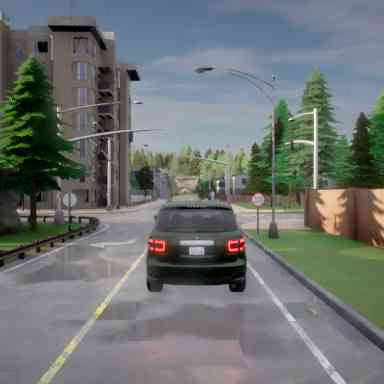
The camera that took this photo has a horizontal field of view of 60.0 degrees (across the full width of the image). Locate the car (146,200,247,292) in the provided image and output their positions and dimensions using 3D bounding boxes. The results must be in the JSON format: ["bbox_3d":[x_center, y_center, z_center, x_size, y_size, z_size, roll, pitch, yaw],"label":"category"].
[{"bbox_3d":[0.095,1.221,9.060,2.150,2.045,5.566,0,0,0],"label":"car"}]
